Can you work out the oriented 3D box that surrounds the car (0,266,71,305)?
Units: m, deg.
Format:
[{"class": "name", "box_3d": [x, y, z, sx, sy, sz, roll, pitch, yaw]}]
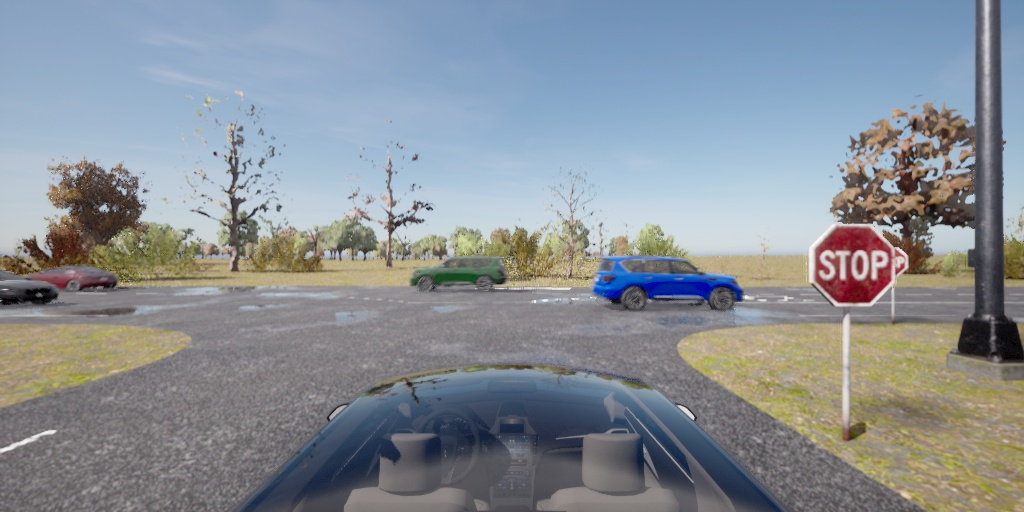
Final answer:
[{"class": "car", "box_3d": [-20.412, 1.228, 13.566, 4.892, 1.490, 1.837, 0, 0, -2]}]

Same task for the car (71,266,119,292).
[{"class": "car", "box_3d": [-25.303, 1.273, 20.427, 4.181, 1.385, 1.994, 0, 0, -2]}]

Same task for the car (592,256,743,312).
[{"class": "car", "box_3d": [6.013, 1.041, 14.240, 5.566, 2.045, 2.150, 0, 0, -2]}]

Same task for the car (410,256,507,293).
[{"class": "car", "box_3d": [-3.056, 1.043, 21.040, 5.566, 2.045, 2.150, 0, 0, -1]}]
